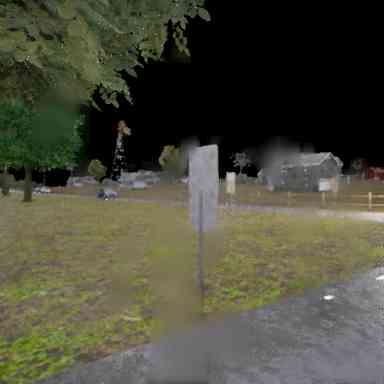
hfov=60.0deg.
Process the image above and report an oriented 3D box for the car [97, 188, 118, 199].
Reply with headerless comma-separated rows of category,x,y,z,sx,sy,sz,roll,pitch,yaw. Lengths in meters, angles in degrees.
car,-13.927,0.202,54.596,2.097,1.767,4.553,0,1,-36
